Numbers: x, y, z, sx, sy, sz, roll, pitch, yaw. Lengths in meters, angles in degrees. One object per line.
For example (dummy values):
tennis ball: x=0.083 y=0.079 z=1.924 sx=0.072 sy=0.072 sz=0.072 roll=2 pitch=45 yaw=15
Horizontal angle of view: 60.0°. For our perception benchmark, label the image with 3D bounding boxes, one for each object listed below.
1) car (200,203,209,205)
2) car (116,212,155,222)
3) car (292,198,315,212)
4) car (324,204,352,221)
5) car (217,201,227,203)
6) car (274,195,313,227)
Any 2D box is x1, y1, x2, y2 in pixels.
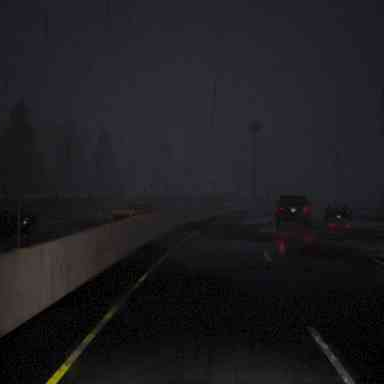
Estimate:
car: x=1.362 y=1.440 z=55.686 sx=1.882 sy=1.535 sz=5.008 roll=0 pitch=0 yaw=27
car: x=-3.943 y=1.449 z=23.434 sx=1.882 sy=1.535 sz=5.008 roll=0 pitch=0 yaw=15
car: x=13.515 y=1.500 z=40.174 sx=2.128 sy=1.511 sz=4.902 roll=0 pitch=0 yaw=25
car: x=12.091 y=1.615 z=27.827 sx=1.895 sy=1.301 sz=4.718 roll=0 pitch=0 yaw=19
car: x=5.548 y=1.194 z=56.260 sx=2.150 sy=2.045 sz=5.566 roll=0 pitch=0 yaw=27
car: x=6.947 y=1.224 z=23.050 sx=2.150 sy=2.045 sz=5.566 roll=0 pitch=0 yaw=15
